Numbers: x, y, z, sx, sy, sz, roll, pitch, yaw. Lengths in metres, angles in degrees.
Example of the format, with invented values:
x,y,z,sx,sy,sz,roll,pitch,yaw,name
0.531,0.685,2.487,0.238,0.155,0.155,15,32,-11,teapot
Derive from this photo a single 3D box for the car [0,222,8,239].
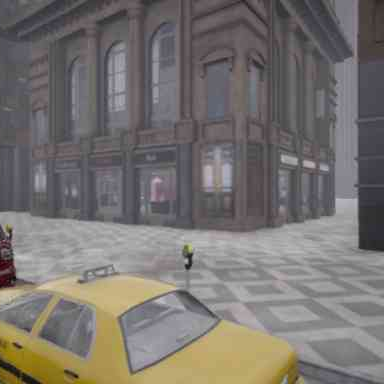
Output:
x,y,z,sx,sy,sz,roll,pitch,yaw,name
-5.691,1.320,7.024,5.009,1.841,2.192,0,0,36,car

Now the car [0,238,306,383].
x,y,z,sx,sy,sz,roll,pitch,yaw,name
-1.255,1.527,3.859,4.829,1.417,1.752,0,0,36,car
